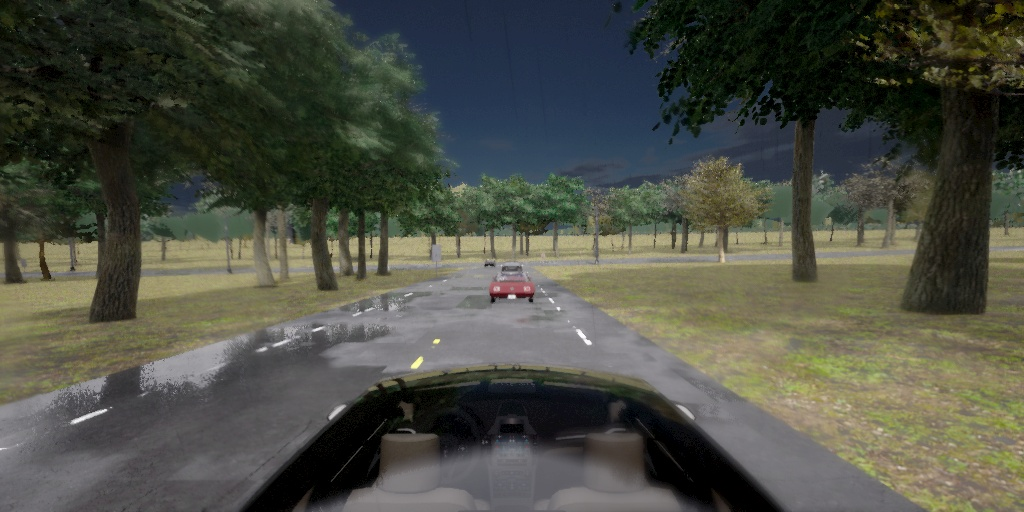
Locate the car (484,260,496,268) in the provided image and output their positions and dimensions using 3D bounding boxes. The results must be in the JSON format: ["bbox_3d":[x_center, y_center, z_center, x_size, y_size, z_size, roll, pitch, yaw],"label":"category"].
[{"bbox_3d":[-3.499,1.260,57.554,1.895,1.301,4.718,0,0,0],"label":"car"}]

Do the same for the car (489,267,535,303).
[{"bbox_3d":[0.001,1.342,16.553,1.895,1.301,4.718,0,0,0],"label":"car"}]

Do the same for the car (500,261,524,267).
[{"bbox_3d":[0.001,1.172,31.545,1.882,1.535,5.008,0,0,0],"label":"car"}]
